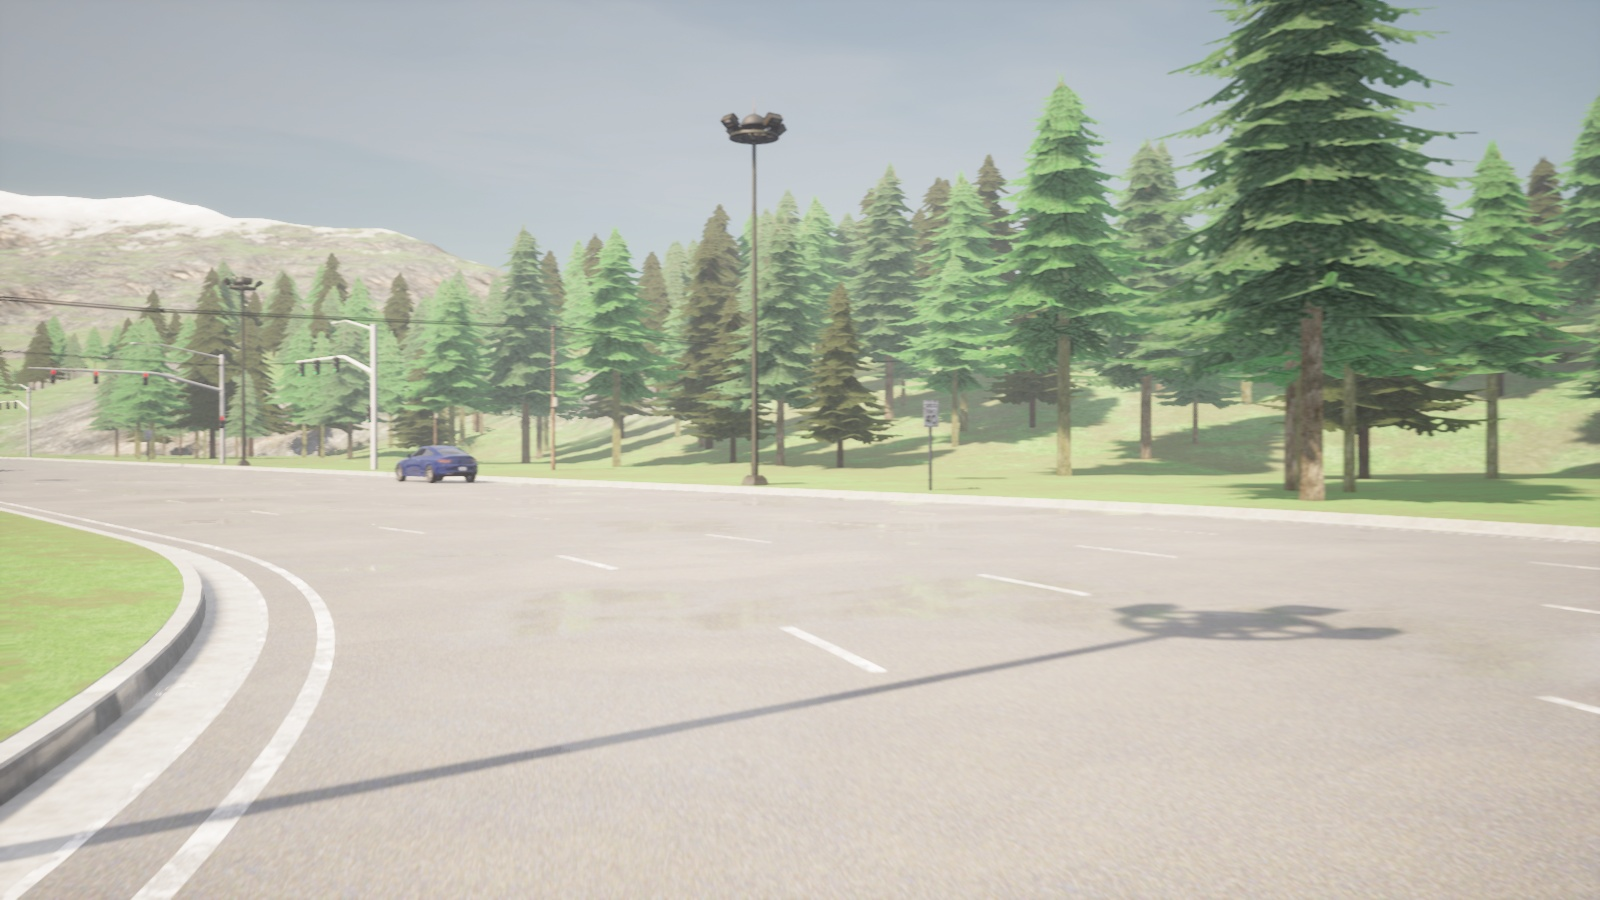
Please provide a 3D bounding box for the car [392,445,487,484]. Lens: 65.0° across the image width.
[{"bbox_3d":[-14.238,0.530,49.406,1.812,1.442,4.674,0,0,-40],"label":"car"}]
